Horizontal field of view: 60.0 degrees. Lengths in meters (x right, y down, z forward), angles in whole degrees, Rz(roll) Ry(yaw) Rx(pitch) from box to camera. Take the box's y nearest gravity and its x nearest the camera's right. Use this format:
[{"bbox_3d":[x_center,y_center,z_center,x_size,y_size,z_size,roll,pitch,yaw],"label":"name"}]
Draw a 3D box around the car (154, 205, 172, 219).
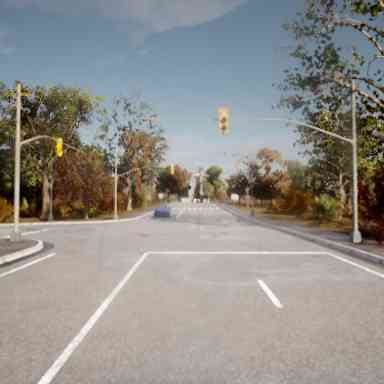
[{"bbox_3d":[-3.505,2.398,40.232,1.882,1.535,5.008,0,0,0],"label":"car"}]
